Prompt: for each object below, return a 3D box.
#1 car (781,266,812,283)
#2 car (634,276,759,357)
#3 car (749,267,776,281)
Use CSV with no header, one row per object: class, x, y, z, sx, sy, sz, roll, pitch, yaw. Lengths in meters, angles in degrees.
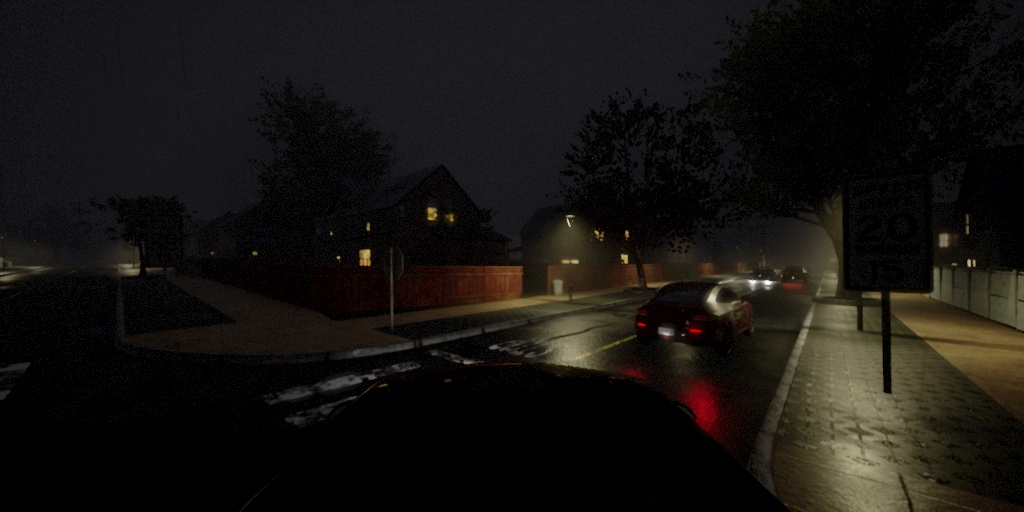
car,26.165,1.671,33.092,1.837,1.490,4.892,-1,-1,42
car,4.588,1.354,8.836,1.812,1.442,4.674,-1,-1,42
car,25.878,1.792,37.007,1.994,1.385,4.181,-1,-1,42
